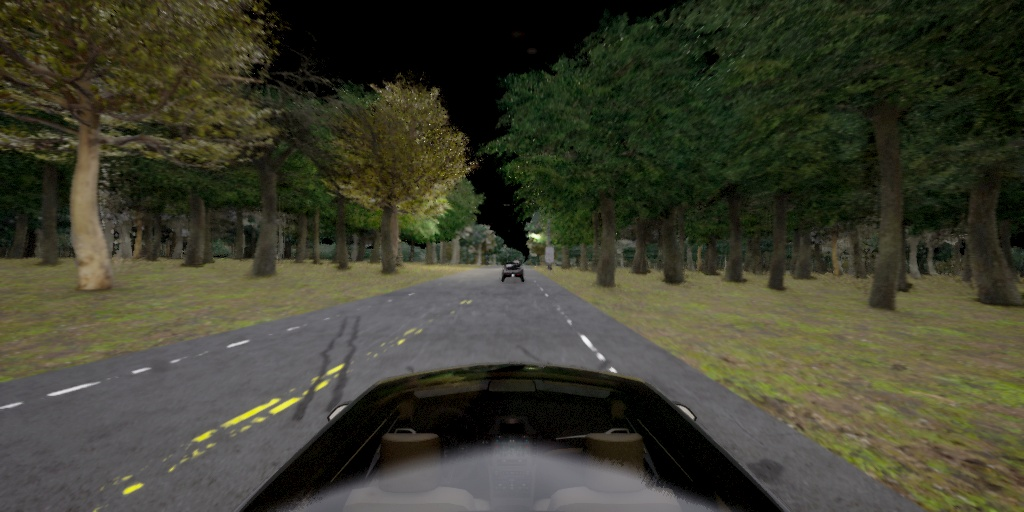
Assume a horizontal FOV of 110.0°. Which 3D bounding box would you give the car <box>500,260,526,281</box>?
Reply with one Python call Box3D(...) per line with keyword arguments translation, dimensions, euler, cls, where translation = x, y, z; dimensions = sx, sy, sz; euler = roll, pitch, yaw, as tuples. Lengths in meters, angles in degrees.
Box3D(translation=(0.086, 1.287, 30.497), dimensions=(1.837, 1.490, 4.892), euler=(0, 0, 0), cls="car")
